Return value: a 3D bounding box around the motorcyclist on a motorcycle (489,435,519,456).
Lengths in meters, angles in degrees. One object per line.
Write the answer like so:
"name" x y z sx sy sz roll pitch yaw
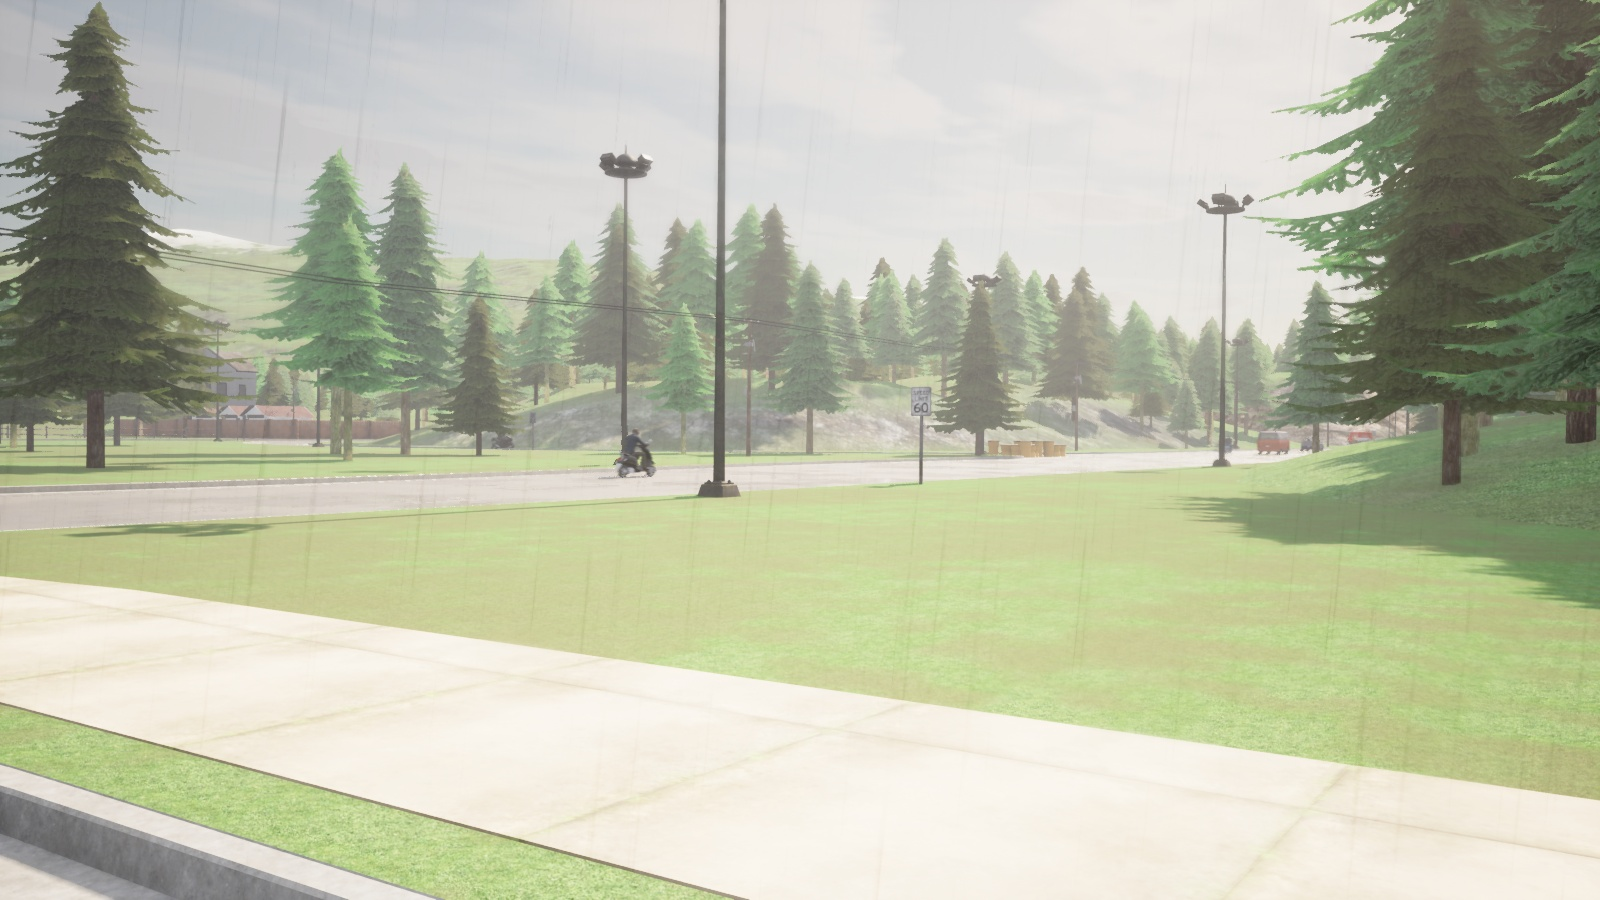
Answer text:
"motorcyclist on a motorcycle" -20.974 -0.311 88.990 2.044 1.523 0.797 0 1 26

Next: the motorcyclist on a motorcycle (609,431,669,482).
"motorcyclist on a motorcycle" -5.124 0.184 40.090 0.866 1.590 1.817 0 1 35
